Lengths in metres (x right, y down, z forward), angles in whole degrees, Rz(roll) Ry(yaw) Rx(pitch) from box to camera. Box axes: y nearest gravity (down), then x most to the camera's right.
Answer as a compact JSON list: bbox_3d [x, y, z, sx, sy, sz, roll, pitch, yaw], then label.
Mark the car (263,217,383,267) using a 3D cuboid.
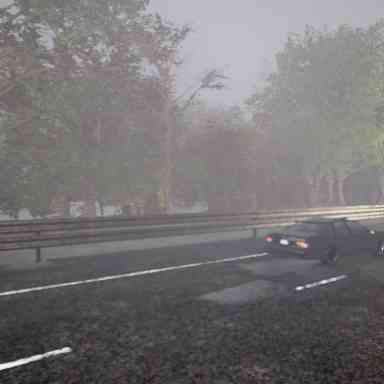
[{"bbox_3d":[4.886,1.601,11.692,5.357,1.411,2.033,0,0,-35],"label":"car"}]
